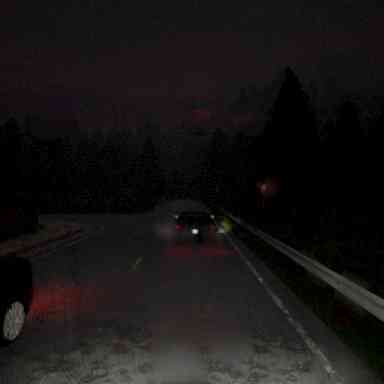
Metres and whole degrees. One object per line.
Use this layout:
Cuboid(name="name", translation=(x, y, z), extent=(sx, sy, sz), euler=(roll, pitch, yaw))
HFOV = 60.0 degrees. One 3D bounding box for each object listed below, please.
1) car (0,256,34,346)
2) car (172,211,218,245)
Cuboid(name="car", translation=(-3.570, 1.476, 3.488), extent=(1.882, 1.535, 5.008), euler=(0, 0, 0))
Cuboid(name="car", translation=(0.118, 1.556, 15.372), extent=(1.994, 1.385, 4.181), euler=(0, 0, 0))
